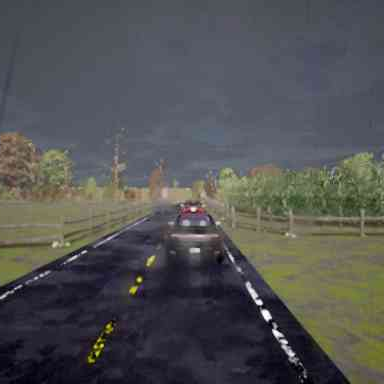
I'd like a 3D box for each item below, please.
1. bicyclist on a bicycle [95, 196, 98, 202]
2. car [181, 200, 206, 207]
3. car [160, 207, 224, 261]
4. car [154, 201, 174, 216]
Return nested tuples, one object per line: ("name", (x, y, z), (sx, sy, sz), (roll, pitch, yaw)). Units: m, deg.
("bicyclist on a bicycle", (-22.391, 1.756, 78.104), (0.582, 1.620, 1.656), (0, 0, 1))
("car", (0.103, 1.473, 28.918), (2.097, 1.767, 4.553), (0, 0, 0))
("car", (0.095, 1.545, 12.347), (2.128, 1.511, 4.902), (0, 0, 0))
("car", (-2.835, 1.691, 35.070), (2.033, 1.411, 5.357), (0, 0, 0))
